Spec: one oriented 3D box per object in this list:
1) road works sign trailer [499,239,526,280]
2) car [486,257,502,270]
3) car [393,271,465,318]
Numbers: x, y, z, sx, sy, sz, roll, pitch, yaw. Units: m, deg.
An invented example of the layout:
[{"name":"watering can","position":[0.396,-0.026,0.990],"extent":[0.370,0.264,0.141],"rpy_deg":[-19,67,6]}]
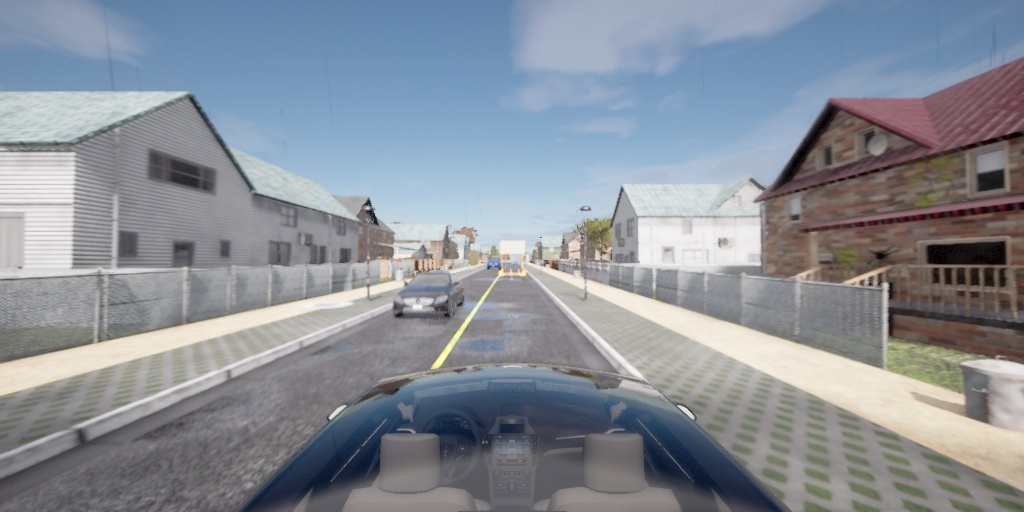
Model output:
[{"name":"road works sign trailer","position":[0.029,0.266,31.621],"extent":[2.380,3.560,2.880],"rpy_deg":[0,0,0]},{"name":"car","position":[-2.767,1.113,56.154],"extent":[2.150,2.045,5.566],"rpy_deg":[0,0,1]},{"name":"car","position":[-2.841,1.287,13.128],"extent":[1.812,1.442,4.674],"rpy_deg":[0,0,0]}]
